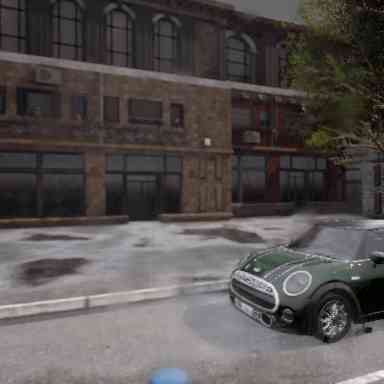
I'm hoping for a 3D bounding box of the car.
[{"bbox_3d":[2.995,1.350,6.402,4.553,1.767,2.097,0,0,-23],"label":"car"}]
